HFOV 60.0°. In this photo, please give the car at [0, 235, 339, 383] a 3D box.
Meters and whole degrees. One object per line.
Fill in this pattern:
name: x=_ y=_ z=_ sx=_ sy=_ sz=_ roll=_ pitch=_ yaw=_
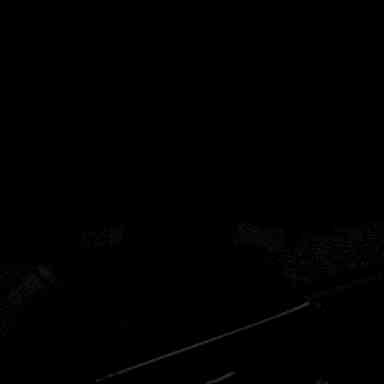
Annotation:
car: x=-0.814 y=1.351 z=2.798 sx=4.553 sy=1.767 sz=2.097 roll=0 pitch=0 yaw=-35
